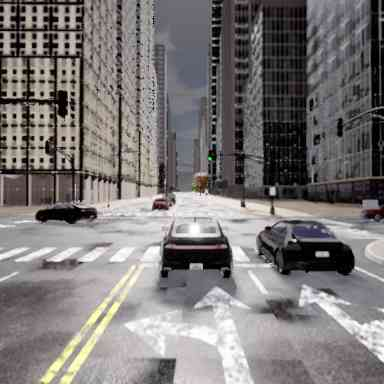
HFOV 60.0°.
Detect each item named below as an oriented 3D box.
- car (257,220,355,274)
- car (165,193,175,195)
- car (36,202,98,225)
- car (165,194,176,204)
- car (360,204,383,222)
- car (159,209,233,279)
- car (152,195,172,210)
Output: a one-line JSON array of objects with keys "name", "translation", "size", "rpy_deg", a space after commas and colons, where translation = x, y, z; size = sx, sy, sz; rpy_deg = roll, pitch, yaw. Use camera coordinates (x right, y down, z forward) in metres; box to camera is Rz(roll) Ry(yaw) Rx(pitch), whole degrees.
[{"name": "car", "translation": [3.345, 1.561, 10.535], "size": [1.994, 1.385, 4.181], "rpy_deg": [0, 0, 0]}, {"name": "car", "translation": [-4.154, 1.183, 62.261], "size": [2.150, 2.045, 5.566], "rpy_deg": [0, 0, -1]}, {"name": "car", "translation": [-9.054, 1.490, 23.906], "size": [4.902, 1.511, 2.128], "rpy_deg": [0, -1, 26]}, {"name": "car", "translation": [-4.016, 1.520, 51.549], "size": [2.033, 1.411, 5.357], "rpy_deg": [0, 0, 0]}, {"name": "car", "translation": [16.177, 1.619, 26.978], "size": [4.674, 1.442, 1.812], "rpy_deg": [0, -1, 2]}, {"name": "car", "translation": [0.098, 1.491, 10.036], "size": [2.128, 1.511, 4.902], "rpy_deg": [0, 0, 0]}, {"name": "car", "translation": [-3.885, 1.458, 41.730], "size": [1.882, 1.535, 5.008], "rpy_deg": [0, 0, -1]}]
